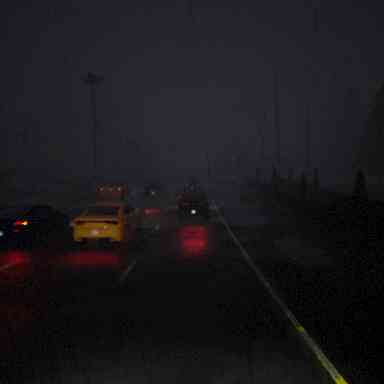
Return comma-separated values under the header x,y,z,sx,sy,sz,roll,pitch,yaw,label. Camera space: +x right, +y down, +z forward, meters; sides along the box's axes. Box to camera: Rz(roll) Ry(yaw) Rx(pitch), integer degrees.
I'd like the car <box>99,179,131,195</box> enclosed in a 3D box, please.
x,y,z,sx,sy,sz,roll,pitch,yaw,label
-6.936,-0.416,30.478,2.097,1.767,4.553,0,7,0,car

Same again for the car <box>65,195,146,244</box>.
x,y,z,sx,sy,sz,roll,pitch,yaw,label
-3.387,1.149,14.092,1.882,1.535,5.008,0,3,0,car

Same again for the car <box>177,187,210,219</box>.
x,y,z,sx,sy,sz,roll,pitch,yaw,label
0.097,0.710,20.923,1.837,1.490,4.892,0,3,0,car

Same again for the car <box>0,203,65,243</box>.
x,y,z,sx,sy,sz,roll,pitch,yaw,label
-6.887,1.190,14.245,1.812,1.442,4.674,0,3,0,car

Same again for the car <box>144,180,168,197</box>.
x,y,z,sx,sy,sz,roll,pitch,yaw,label
-3.441,-0.415,31.775,1.837,1.490,4.892,0,6,0,car

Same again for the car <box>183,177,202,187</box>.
x,y,z,sx,sy,sz,roll,pitch,yaw,label
0.040,-0.904,36.224,1.812,1.442,4.674,0,7,0,car
